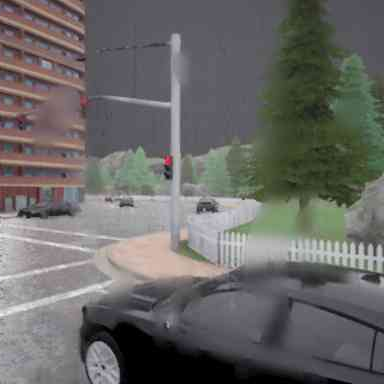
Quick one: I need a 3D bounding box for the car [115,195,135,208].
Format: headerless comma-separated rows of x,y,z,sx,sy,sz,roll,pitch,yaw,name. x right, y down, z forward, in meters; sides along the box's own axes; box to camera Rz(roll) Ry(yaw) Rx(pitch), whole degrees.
-8.571,1.372,44.307,2.033,1.411,5.357,0,0,-7,car

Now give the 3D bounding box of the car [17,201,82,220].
-11.309,1.401,26.938,2.033,1.411,5.357,0,0,23,car

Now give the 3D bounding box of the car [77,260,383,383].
0.880,1.473,3.362,5.008,1.535,1.882,0,0,36,car

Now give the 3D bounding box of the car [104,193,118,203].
-14.244,1.047,60.465,2.097,1.767,4.553,0,0,-34,car

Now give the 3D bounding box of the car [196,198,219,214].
1.589,1.381,34.206,1.837,1.490,4.892,1,0,10,car
